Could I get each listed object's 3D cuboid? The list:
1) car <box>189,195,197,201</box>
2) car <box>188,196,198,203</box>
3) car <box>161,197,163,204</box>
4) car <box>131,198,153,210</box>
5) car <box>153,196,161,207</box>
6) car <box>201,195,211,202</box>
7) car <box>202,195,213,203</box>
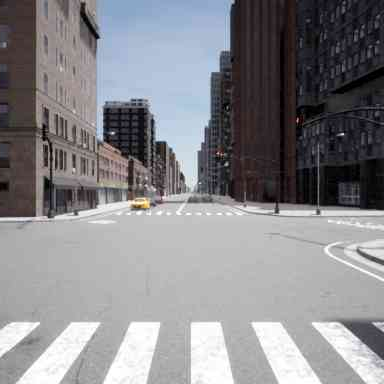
[{"bbox_3d":[0.163,1.558,82.119,1.994,1.385,4.181,0,0,0],"label":"car"},{"bbox_3d":[0.205,1.514,70.141,2.128,1.511,4.902,0,0,0],"label":"car"},{"bbox_3d":[-6.440,1.489,61.857,1.882,1.535,5.008,0,0,0],"label":"car"},{"bbox_3d":[-6.514,1.486,42.186,1.882,1.535,5.008,0,0,0],"label":"car"},{"bbox_3d":[-6.481,1.574,51.436,1.994,1.385,4.181,0,0,1],"label":"car"},{"bbox_3d":[3.412,1.501,81.372,2.128,1.511,4.902,0,0,0],"label":"car"},{"bbox_3d":[3.391,1.533,70.952,2.128,1.511,4.902,0,0,0],"label":"car"}]
